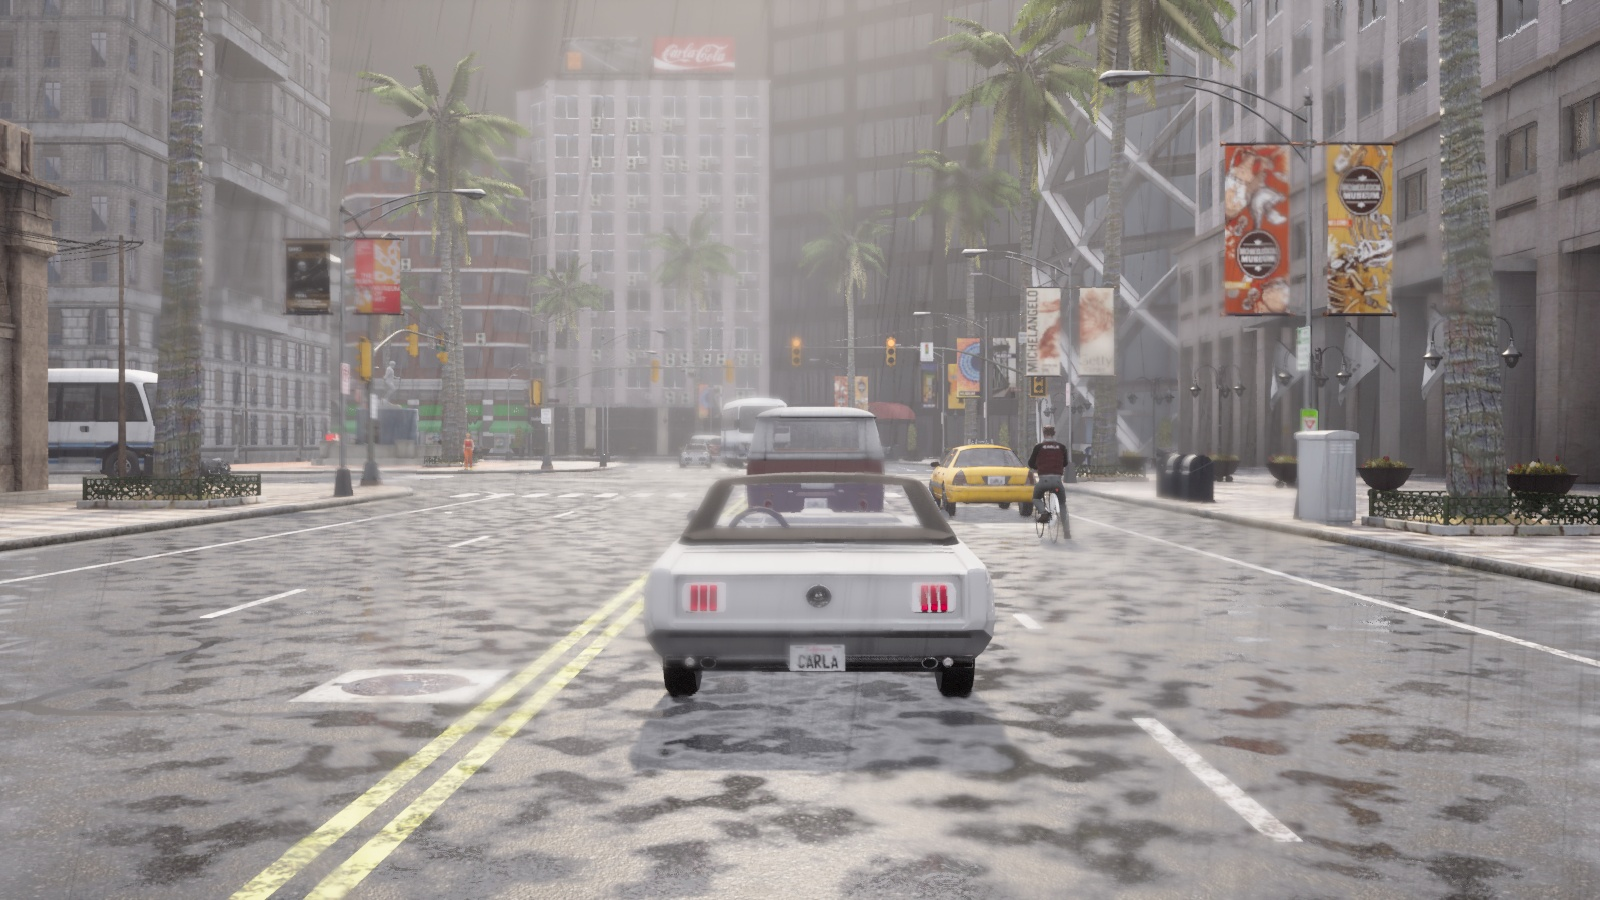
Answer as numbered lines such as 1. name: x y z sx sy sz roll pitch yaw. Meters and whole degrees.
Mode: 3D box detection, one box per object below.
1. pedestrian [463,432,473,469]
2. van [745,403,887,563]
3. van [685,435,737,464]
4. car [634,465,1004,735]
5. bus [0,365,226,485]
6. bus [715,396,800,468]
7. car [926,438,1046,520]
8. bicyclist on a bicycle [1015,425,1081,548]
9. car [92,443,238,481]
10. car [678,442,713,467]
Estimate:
1. pedestrian: -16.396 0.037 62.025 0.345 1.836 0.594 0 0 0
2. van: 0.224 0.399 17.841 1.775 1.987 4.442 0 0 1
3. van: -6.463 -0.049 90.824 2.069 2.038 4.480 0 0 -29
4. car: 0.125 0.797 8.803 1.895 1.301 4.718 0 0 1
5. bus: -27.301 -0.914 46.485 10.273 4.253 3.944 0 0 0
6. bus: -2.826 -1.077 78.842 3.944 4.253 10.273 0 0 -10
7. car: 3.818 0.538 26.653 1.801 1.575 5.366 0 0 1
8. bicyclist on a bicycle: 3.738 0.512 19.057 0.659 1.776 1.843 0 1 1
9. car: -25.251 0.449 49.998 4.892 1.490 1.837 0 0 1
10. car: -6.275 0.279 75.854 1.970 1.475 3.806 0 0 -3
